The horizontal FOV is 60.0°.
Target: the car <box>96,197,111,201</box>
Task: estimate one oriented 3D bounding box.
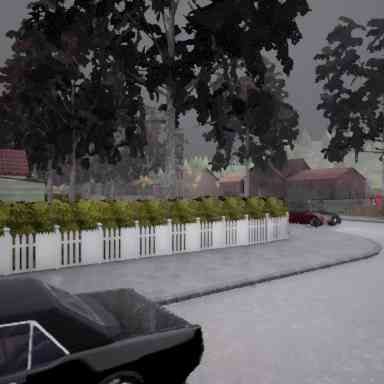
[{"bbox_3d":[-14.285,1.559,53.192,2.033,1.411,5.357,0,0,-35],"label":"car"}]

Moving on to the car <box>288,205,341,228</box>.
[{"bbox_3d":[7.710,1.576,22.313,1.994,1.385,4.181,0,0,-37],"label":"car"}]

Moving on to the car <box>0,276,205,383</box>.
[{"bbox_3d":[-2.285,1.600,2.903,4.718,1.301,1.895,0,0,-35],"label":"car"}]

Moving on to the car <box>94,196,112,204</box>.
[{"bbox_3d":[-17.257,1.578,64.462,1.994,1.385,4.181,0,0,-36],"label":"car"}]
